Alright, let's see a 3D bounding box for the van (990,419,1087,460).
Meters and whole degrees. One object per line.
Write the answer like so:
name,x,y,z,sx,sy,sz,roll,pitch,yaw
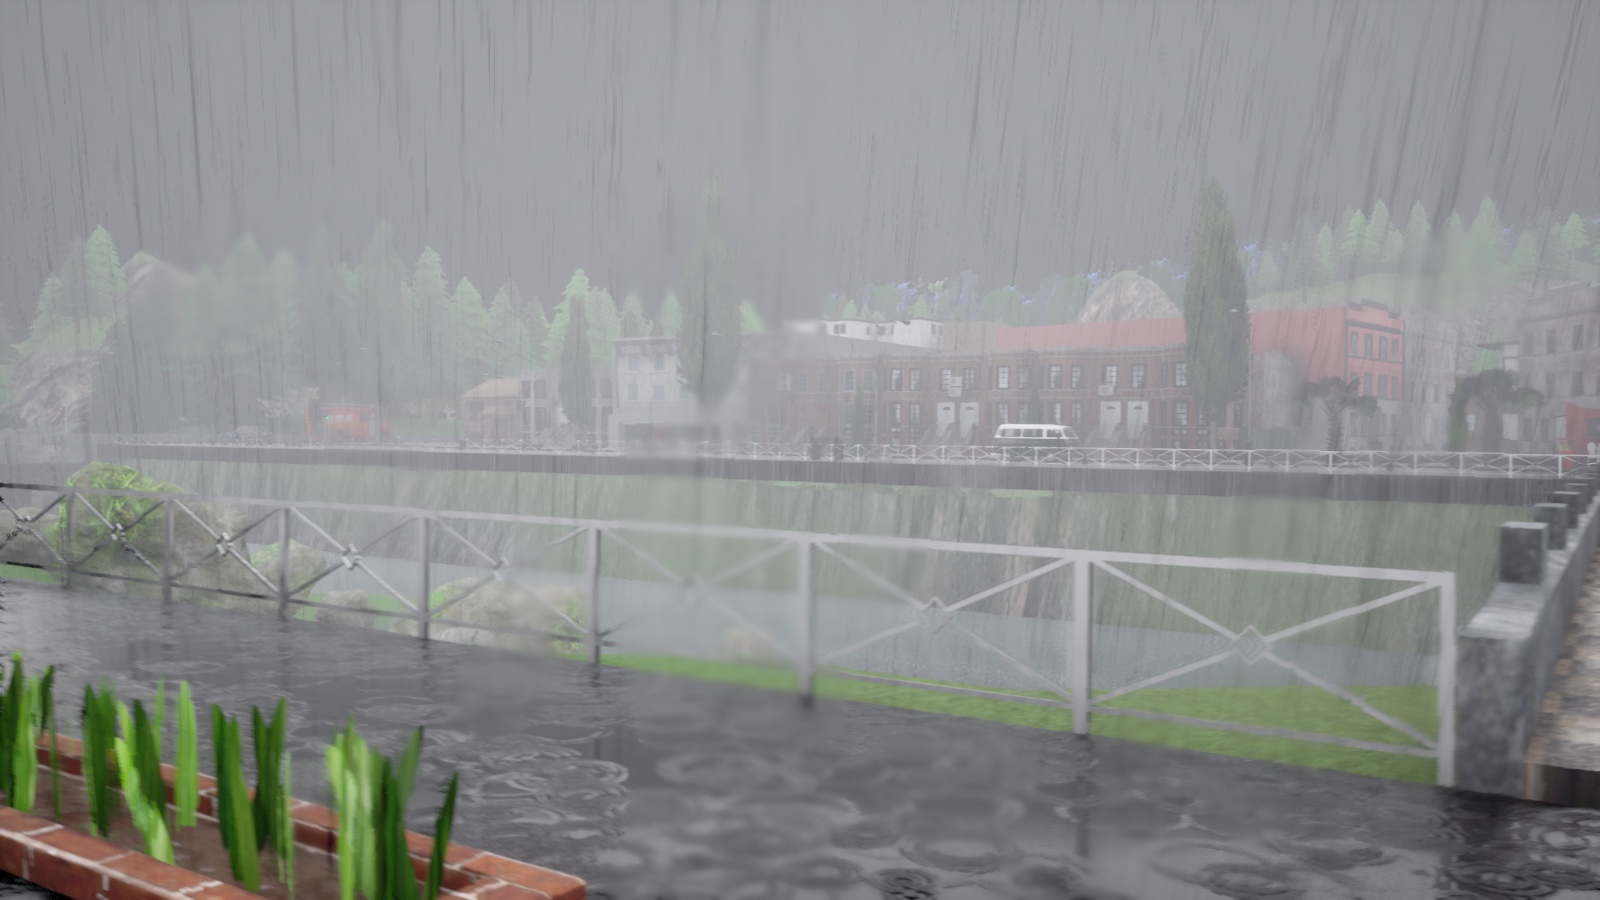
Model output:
van,12.369,-0.548,65.231,4.480,2.038,2.069,0,1,34
